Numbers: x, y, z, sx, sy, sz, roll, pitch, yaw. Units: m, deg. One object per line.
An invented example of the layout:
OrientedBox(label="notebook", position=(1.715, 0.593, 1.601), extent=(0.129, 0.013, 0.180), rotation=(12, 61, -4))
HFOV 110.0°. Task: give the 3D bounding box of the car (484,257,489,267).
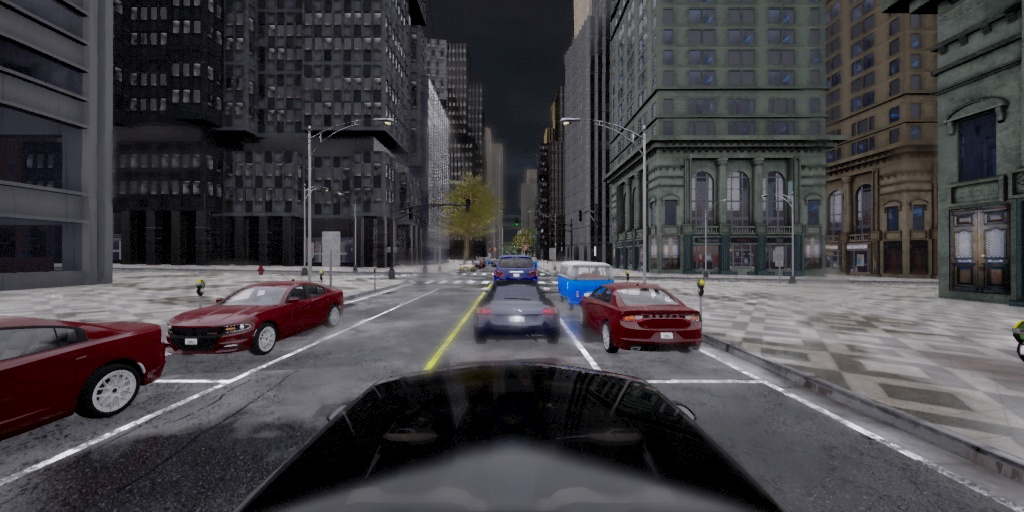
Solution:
OrientedBox(label="car", position=(-5.714, 1.102, 62.659), extent=(2.192, 1.841, 5.009), rotation=(0, 0, 0))

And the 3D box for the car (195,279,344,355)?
OrientedBox(label="car", position=(-5.774, 1.296, 8.697), extent=(1.888, 1.381, 4.507), rotation=(0, 0, 0))

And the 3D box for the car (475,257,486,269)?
OrientedBox(label="car", position=(-5.718, 1.326, 57.370), extent=(1.888, 1.381, 4.507), rotation=(0, 0, 0))

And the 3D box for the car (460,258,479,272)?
OrientedBox(label="car", position=(-5.733, 1.297, 46.620), extent=(1.751, 1.417, 4.829), rotation=(0, 0, 0))

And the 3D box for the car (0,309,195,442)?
OrientedBox(label="car", position=(-5.777, 1.295, 3.172), extent=(1.888, 1.381, 4.507), rotation=(0, 0, 0))

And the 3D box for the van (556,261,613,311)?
OrientedBox(label="van", position=(2.787, 1.093, 14.197), extent=(1.690, 1.789, 3.998), rotation=(0, 0, 0))

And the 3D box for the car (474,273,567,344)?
OrientedBox(label="car", position=(0.108, 1.315, 9.631), extent=(1.994, 1.385, 4.181), rotation=(0, 0, 0))

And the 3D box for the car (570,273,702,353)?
OrientedBox(label="car", position=(2.782, 1.296, 8.672), extent=(1.888, 1.381, 4.507), rotation=(0, 0, 0))

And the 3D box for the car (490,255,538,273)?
OrientedBox(label="car", position=(0.134, 0.975, 19.042), extent=(2.150, 2.045, 5.566), rotation=(0, 0, -1))
